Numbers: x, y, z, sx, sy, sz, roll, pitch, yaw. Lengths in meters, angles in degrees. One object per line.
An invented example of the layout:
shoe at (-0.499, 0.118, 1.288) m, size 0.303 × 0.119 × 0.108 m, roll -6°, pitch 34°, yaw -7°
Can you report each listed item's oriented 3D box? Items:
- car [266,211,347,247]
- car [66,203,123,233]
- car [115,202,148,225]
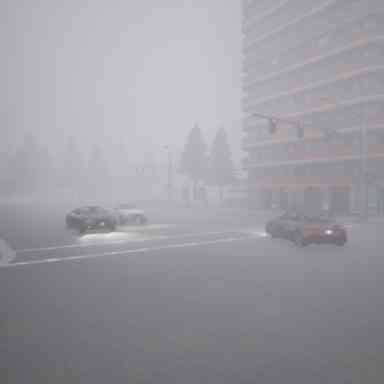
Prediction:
car at (4.920, 1.519, 14.858) m, size 1.994 × 1.385 × 4.181 m, roll 0°, pitch 0°, yaw -11°
car at (-5.985, 1.541, 19.624) m, size 1.994 × 1.385 × 4.181 m, roll 0°, pitch 0°, yaw -35°
car at (-4.937, 1.491, 24.225) m, size 1.812 × 1.442 × 4.674 m, roll 0°, pitch 0°, yaw -35°
